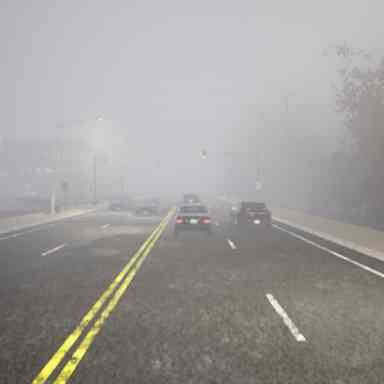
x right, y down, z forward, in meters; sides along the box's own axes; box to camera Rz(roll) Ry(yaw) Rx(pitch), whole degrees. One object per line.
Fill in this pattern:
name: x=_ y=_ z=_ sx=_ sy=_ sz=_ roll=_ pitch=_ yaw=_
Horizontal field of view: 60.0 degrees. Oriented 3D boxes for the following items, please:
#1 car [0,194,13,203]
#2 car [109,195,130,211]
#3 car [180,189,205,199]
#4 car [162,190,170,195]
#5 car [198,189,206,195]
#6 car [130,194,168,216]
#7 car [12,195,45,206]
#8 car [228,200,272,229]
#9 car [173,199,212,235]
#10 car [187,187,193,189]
car: x=-28.586 y=1.048 z=51.328 sx=4.403 sy=1.369 sz=2.008 roll=-1 pitch=2 yaw=0
car: x=-6.705 y=1.051 z=32.831 sx=2.033 sy=1.411 sz=5.357 roll=0 pitch=1 yaw=0
car: x=-0.091 y=0.843 z=33.497 sx=2.097 sy=1.767 sz=4.553 roll=0 pitch=1 yaw=0
car: x=-7.039 y=0.129 z=91.516 sx=2.128 sy=1.511 sz=4.902 roll=0 pitch=1 yaw=0
car: x=2.710 y=0.076 z=91.762 sx=2.128 sy=1.511 sz=4.902 roll=0 pitch=1 yaw=0
car: x=-3.471 y=1.128 z=27.638 sx=2.033 sy=1.411 sz=5.357 roll=0 pitch=1 yaw=0
car: x=-20.203 y=1.175 z=42.867 sx=4.313 sy=1.339 sz=1.947 roll=-1 pitch=2 yaw=0
car: x=3.244 y=1.211 z=19.100 sx=1.837 sy=1.490 sz=4.892 roll=0 pitch=1 yaw=0
car: x=0.010 y=1.288 z=16.988 sx=2.033 sy=1.411 sz=5.357 roll=0 pitch=1 yaw=-1
car: x=-0.539 y=-0.233 z=91.352 sx=2.150 sy=2.045 sz=5.566 roll=0 pitch=1 yaw=0
